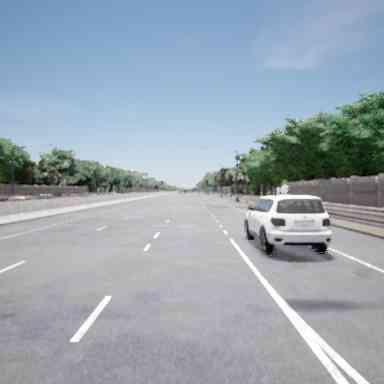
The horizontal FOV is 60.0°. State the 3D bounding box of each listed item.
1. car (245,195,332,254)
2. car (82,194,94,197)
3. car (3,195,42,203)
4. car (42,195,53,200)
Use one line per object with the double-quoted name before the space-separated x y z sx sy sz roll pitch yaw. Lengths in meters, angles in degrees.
"car" 3.553 1.140 13.238 2.150 2.045 5.566 0 0 -1
"car" -17.560 1.136 55.841 1.837 1.490 4.892 0 0 0
"car" -17.583 1.241 33.806 1.882 1.535 5.008 0 0 0
"car" -21.071 1.237 44.383 2.033 1.411 5.357 0 0 0
